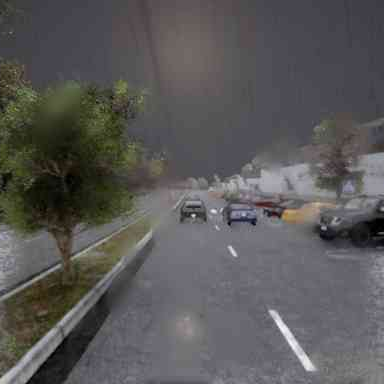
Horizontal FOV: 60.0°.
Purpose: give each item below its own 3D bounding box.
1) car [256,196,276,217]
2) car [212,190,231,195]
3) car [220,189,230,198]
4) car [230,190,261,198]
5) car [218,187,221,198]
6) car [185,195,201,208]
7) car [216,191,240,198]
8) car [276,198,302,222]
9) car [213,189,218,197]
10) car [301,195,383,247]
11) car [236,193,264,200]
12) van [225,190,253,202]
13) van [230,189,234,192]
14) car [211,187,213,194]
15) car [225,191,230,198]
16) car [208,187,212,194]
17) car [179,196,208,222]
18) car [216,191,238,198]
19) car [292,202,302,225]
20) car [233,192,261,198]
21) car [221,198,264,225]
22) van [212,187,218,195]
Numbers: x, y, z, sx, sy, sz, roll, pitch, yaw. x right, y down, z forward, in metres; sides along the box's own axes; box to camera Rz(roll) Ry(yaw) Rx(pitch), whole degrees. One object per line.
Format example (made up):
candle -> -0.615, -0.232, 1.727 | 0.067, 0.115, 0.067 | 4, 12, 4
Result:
car -> 8.049, 1.308, 26.705 | 4.792, 1.488, 2.163 | 1, 1, -20
car -> 8.110, 0.172, 92.460 | 4.792, 1.488, 2.163 | 0, 1, -20
car -> 8.056, 0.680, 53.639 | 5.566, 2.045, 2.435 | 1, 1, -20
car -> 8.049, 0.921, 44.698 | 4.553, 1.767, 2.185 | 1, 1, -20
car -> 8.108, 0.602, 59.635 | 5.566, 2.045, 2.435 | 1, 1, -20
car -> 0.106, 1.157, 41.881 | 1.994, 1.385, 4.181 | 0, 1, 0
car -> 8.107, 0.627, 74.562 | 4.792, 1.488, 2.163 | 0, 1, -20
car -> 8.245, 1.351, 20.781 | 5.366, 1.575, 1.946 | 1, 0, -20
car -> 7.908, 0.652, 71.492 | 5.366, 1.575, 1.946 | 0, 1, -20
car -> 8.050, 1.167, 14.687 | 5.566, 2.045, 2.435 | 1, 1, -20
car -> 8.050, 1.153, 38.710 | 4.792, 1.488, 2.163 | 1, 1, -20
van -> 7.973, 0.666, 56.592 | 4.442, 1.987, 1.878 | 1, 1, -20
van -> 8.189, 0.783, 47.732 | 4.442, 1.987, 1.878 | 1, 1, -20
car -> 8.054, 0.260, 83.487 | 4.553, 1.767, 2.185 | 0, 1, -20
car -> 8.072, 0.971, 50.674 | 4.892, 1.521, 2.231 | 1, 1, -20
car -> 7.909, 0.222, 89.398 | 5.366, 1.575, 1.946 | 0, 2, -20
car -> 0.104, 1.308, 24.801 | 1.837, 1.490, 4.892 | 0, 0, 0
car -> 8.076, 0.570, 77.533 | 4.674, 1.452, 2.002 | 0, 1, -20
car -> 8.078, 1.426, 17.709 | 4.674, 1.452, 2.002 | 1, 1, -20
car -> 8.072, 1.125, 41.728 | 4.674, 1.452, 2.002 | 1, 1, -20
car -> 3.103, 1.390, 22.494 | 2.033, 1.411, 5.357 | 0, 1, 0
van -> 7.977, 0.236, 80.459 | 4.442, 1.987, 1.878 | 0, 2, -20
